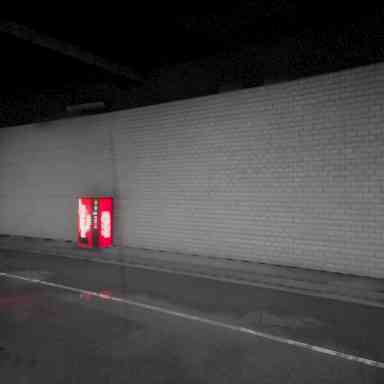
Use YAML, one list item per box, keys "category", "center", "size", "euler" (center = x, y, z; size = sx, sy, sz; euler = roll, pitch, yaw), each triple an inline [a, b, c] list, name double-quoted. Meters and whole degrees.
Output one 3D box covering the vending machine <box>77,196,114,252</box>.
- category: "vending machine"
  center: [-3.784, 1.195, 13.047]
  size: [0.880, 2.100, 1.100]
  euler: [0, 0, 29]
